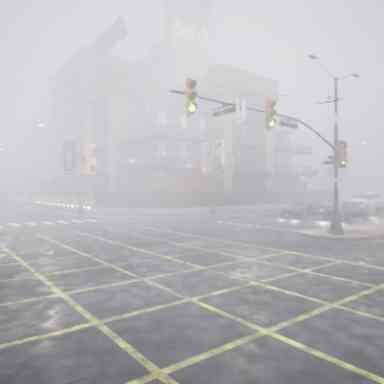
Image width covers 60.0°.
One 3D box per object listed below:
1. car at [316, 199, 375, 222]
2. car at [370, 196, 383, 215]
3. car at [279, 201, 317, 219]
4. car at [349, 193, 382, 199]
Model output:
[{"bbox_3d":[11.786,1.471,25.466,4.181,1.385,1.994,0,0,-38],"label":"car"},{"bbox_3d":[18.780,1.358,30.787,5.008,1.535,1.882,0,0,-37],"label":"car"},{"bbox_3d":[9.729,1.449,28.299,5.357,1.411,2.033,0,0,-37],"label":"car"},{"bbox_3d":[17.825,1.093,34.453,5.566,2.045,2.150,0,0,-37],"label":"car"}]
